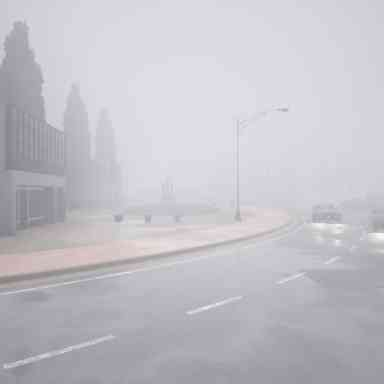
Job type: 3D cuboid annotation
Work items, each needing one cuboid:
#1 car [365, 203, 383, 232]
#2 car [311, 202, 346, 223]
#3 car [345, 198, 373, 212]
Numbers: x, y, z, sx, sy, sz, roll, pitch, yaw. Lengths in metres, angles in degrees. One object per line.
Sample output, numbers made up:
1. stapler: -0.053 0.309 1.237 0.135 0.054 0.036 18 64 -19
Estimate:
1. car: 11.717 1.564 19.730 1.994 1.385 4.181 0 0 23
2. car: 10.168 1.564 25.347 1.994 1.385 4.181 0 0 17
3. car: 19.276 1.491 39.051 2.128 1.511 4.902 0 0 -3
